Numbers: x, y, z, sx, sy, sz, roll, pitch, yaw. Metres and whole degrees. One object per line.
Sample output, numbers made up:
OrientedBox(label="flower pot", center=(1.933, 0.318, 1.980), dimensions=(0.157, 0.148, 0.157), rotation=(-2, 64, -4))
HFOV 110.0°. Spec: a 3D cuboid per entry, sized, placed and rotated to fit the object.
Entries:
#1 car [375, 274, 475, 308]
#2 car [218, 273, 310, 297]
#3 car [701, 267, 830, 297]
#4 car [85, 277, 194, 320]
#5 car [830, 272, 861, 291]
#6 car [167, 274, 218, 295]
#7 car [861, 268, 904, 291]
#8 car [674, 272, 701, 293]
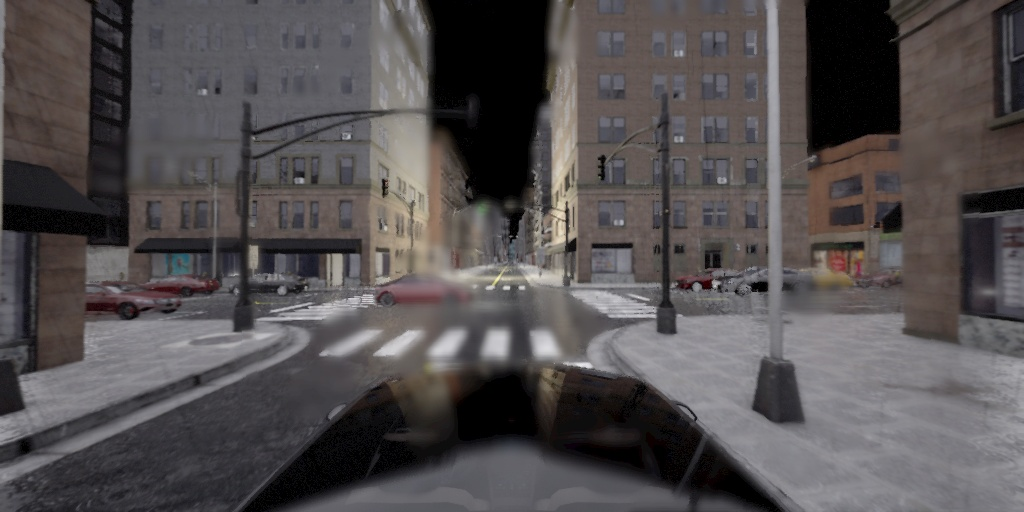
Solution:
OrientedBox(label="car", center=(-3.757, 1.481, 15.770), dimensions=(4.181, 1.385, 1.994), rotation=(-1, -1, 0))
OrientedBox(label="car", center=(-14.624, 1.684, 21.690), dimensions=(4.403, 1.370, 2.007), rotation=(0, 0, 0))
OrientedBox(label="car", center=(13.079, 1.308, 18.760), dimensions=(4.902, 1.511, 2.128), rotation=(-1, -1, 0))
OrientedBox(label="car", center=(-14.656, 1.581, 13.165), dimensions=(4.207, 1.307, 1.802), rotation=(0, 0, 0))
OrientedBox(label="car", center=(17.461, 1.341, 21.474), dimensions=(4.829, 1.417, 1.751), rotation=(0, 0, 0))
OrientedBox(label="car", center=(-20.152, 1.771, 21.727), dimensions=(4.207, 1.307, 1.802), rotation=(0, 0, 0))
OrientedBox(label="car", center=(23.125, 1.345, 21.436), dimensions=(4.207, 1.307, 1.802), rotation=(0, 0, 0))
OrientedBox(label="car", center=(12.139, 1.414, 21.510), dimensions=(4.507, 1.381, 1.888), rotation=(0, 0, 0))
